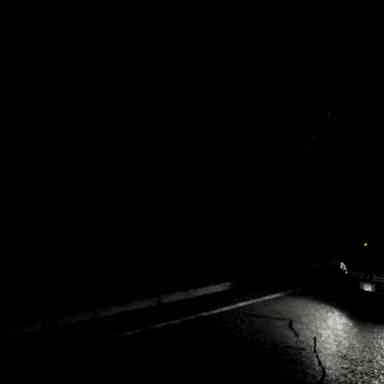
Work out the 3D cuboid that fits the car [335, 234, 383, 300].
[{"bbox_3d":[5.260,1.567,7.709,4.674,1.442,1.812,0,0,-35],"label":"car"}]
